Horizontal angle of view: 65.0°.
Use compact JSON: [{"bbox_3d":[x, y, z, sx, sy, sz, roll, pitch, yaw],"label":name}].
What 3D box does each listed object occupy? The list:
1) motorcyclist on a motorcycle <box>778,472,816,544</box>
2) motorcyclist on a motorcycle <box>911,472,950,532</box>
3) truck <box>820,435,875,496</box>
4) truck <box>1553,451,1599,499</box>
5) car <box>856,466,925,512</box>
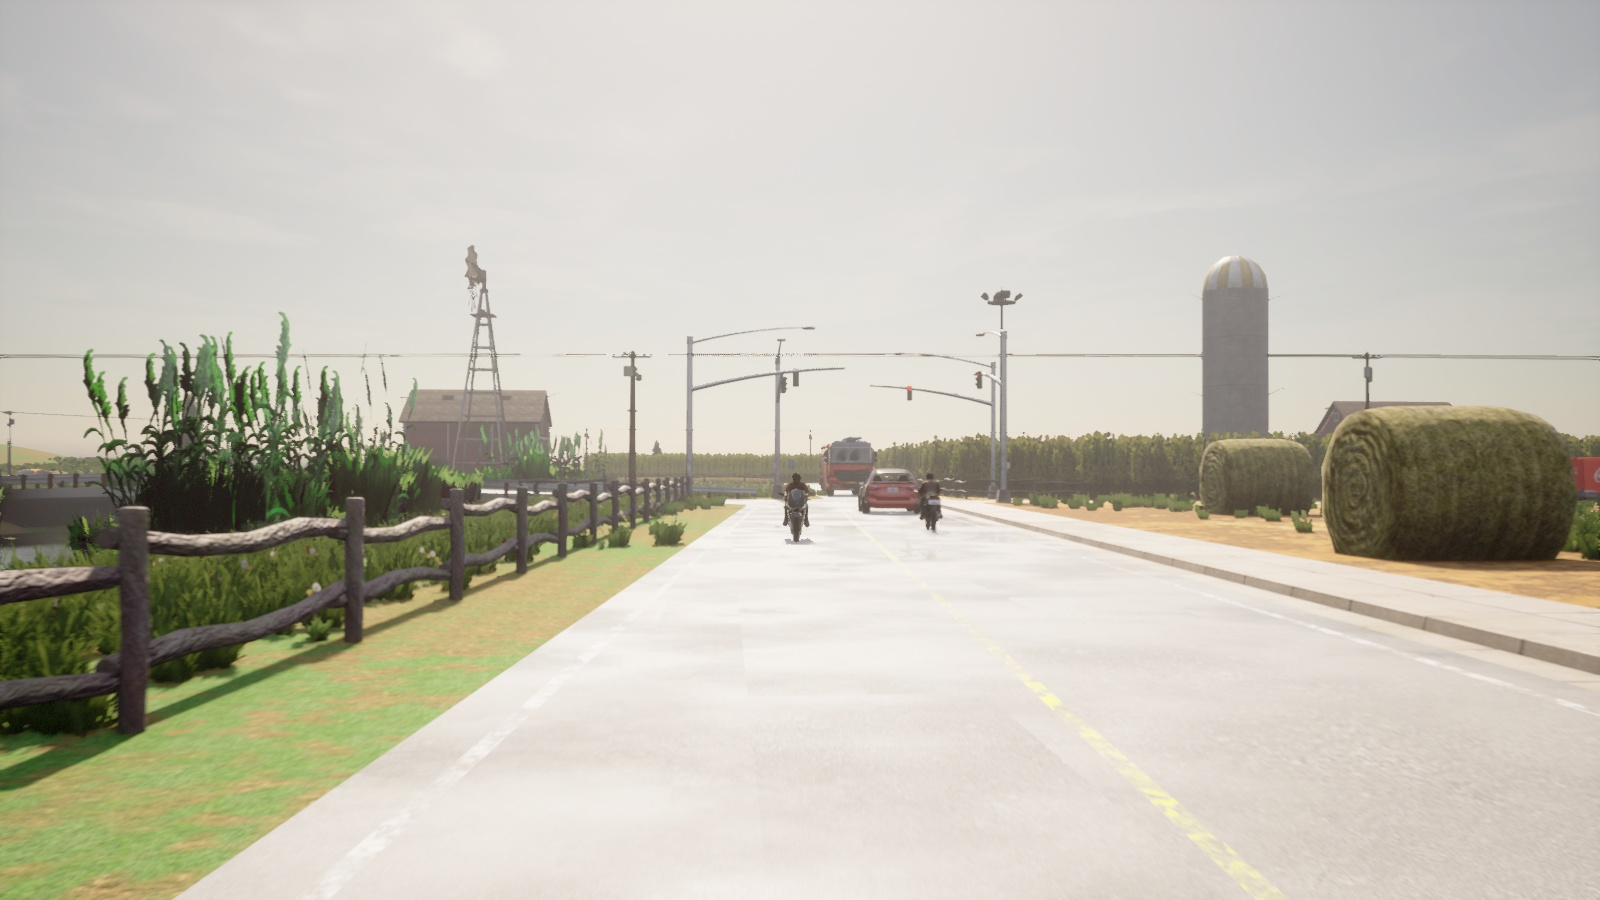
[{"bbox_3d":[-0.069,1.266,27.995,0.797,1.523,2.044,0,-1,0],"label":"motorcyclist on a motorcycle"},{"bbox_3d":[3.419,1.335,32.966,0.797,1.523,2.044,0,-1,0],"label":"motorcyclist on a motorcycle"},{"bbox_3d":[3.050,1.060,82.873,2.891,3.827,8.468,0,-1,-3],"label":"truck"},{"bbox_3d":[42.836,1.292,65.783,5.204,2.467,2.627,0,-1,-3],"label":"truck"},{"bbox_3d":[3.385,1.446,47.830,2.242,1.667,4.611,0,-1,0],"label":"car"}]
